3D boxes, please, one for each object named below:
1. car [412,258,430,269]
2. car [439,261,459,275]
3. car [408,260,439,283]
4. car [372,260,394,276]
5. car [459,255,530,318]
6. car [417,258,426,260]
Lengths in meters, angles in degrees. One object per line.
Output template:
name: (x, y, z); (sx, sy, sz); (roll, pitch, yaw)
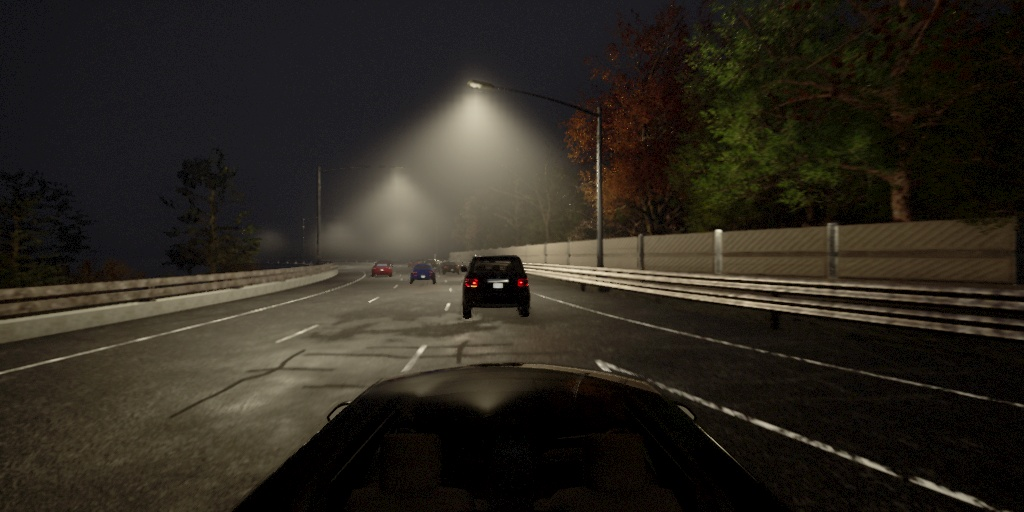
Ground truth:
car: (-14.645, 1.153, 57.335); (2.097, 1.767, 4.553); (0, 0, -24)
car: (-6.998, 1.300, 39.618); (1.812, 1.442, 4.674); (0, 0, -19)
car: (-6.927, 1.300, 27.867); (1.812, 1.442, 4.674); (0, 0, -14)
car: (-13.583, 1.362, 37.548); (1.994, 1.385, 4.181); (0, 0, -19)
car: (-0.704, 0.974, 13.305); (2.150, 2.045, 5.566); (0, 0, -6)
car: (-12.058, 1.297, 51.609); (1.837, 1.490, 4.892); (0, 0, -24)
